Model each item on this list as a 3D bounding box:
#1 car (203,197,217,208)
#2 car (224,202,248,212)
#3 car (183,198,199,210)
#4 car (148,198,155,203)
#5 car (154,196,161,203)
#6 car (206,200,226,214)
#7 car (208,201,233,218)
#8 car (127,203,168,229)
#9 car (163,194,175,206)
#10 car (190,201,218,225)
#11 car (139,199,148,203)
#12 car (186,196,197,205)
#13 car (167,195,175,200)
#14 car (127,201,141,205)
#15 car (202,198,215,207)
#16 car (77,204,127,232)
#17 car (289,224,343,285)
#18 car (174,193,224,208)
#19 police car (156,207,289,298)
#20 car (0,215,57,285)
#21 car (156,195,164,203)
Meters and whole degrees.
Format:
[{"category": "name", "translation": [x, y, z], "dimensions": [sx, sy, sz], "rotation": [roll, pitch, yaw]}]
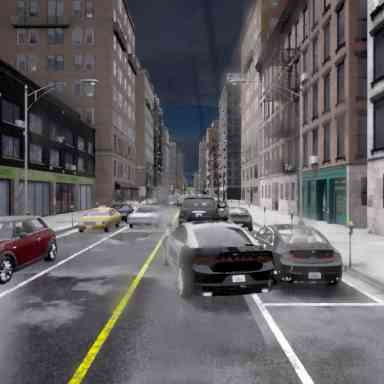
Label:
[{"category": "car", "translation": [2.527, 1.515, 47.341], "dimensions": [1.752, 1.417, 4.829], "rotation": [0, 0, 0]}, {"category": "car", "translation": [2.591, 1.549, 20.107], "dimensions": [2.008, 1.369, 4.403], "rotation": [0, 0, 0]}, {"category": "car", "translation": [-0.095, 1.539, 45.325], "dimensions": [2.033, 1.411, 5.357], "rotation": [0, 0, 0]}, {"category": "car", "translation": [-5.472, 1.578, 36.336], "dimensions": [1.802, 1.307, 4.206], "rotation": [0, 0, 0]}, {"category": "car", "translation": [-5.485, 1.544, 41.748], "dimensions": [2.008, 1.369, 4.403], "rotation": [0, 0, 0]}, {"category": "car", "translation": [2.553, 1.562, 36.345], "dimensions": [1.947, 1.339, 4.313], "rotation": [0, 0, 0]}, {"category": "car", "translation": [2.566, 1.563, 30.933], "dimensions": [1.947, 1.339, 4.313], "rotation": [0, 0, 0]}, {"category": "car", "translation": [-2.899, 1.599, 21.845], "dimensions": [1.895, 1.301, 4.718], "rotation": [0, 0, 0]}, {"category": "car", "translation": [-2.862, 1.481, 48.101], "dimensions": [2.128, 1.511, 4.902], "rotation": [0, 0, 0]}, {"category": "car", "translation": [0.768, 1.476, 24.806], "dimensions": [1.882, 1.535, 5.008], "rotation": [0, 0, 0]}, {"category": "car", "translation": [-5.459, 1.523, 30.753], "dimensions": [1.752, 1.417, 4.829], "rotation": [0, 0, 0]}, {"category": "car", "translation": [-0.140, 1.507, 59.349], "dimensions": [1.812, 1.442, 4.674], "rotation": [0, 0, 0]}, {"category": "car", "translation": [-5.600, 1.502, 89.904], "dimensions": [1.887, 1.381, 4.507], "rotation": [0, 0, 0]}, {"category": "car", "translation": [-5.447, 1.564, 25.510], "dimensions": [1.947, 1.339, 4.313], "rotation": [0, 0, 0]}, {"category": "car", "translation": [2.514, 1.568, 52.584], "dimensions": [1.802, 1.307, 4.206], "rotation": [0, 0, 0]}, {"category": "car", "translation": [-5.433, 1.524, 19.927], "dimensions": [1.752, 1.417, 4.829], "rotation": [0, 0, 0]}, {"category": "car", "translation": [2.617, 1.550, 9.282], "dimensions": [2.008, 1.369, 4.403], "rotation": [0, 0, 0]}, {"category": "car", "translation": [0.439, 1.221, 18.875], "dimensions": [2.150, 2.045, 5.566], "rotation": [0, 0, 2]}, {"category": "police car", "translation": [0.362, 1.424, 8.790], "dimensions": [1.930, 1.638, 5.238], "rotation": [0, 0, -12]}, {"category": "car", "translation": [-5.408, 1.440, 9.272], "dimensions": [1.967, 1.590, 4.097], "rotation": [0, 0, 0]}, {"category": "car", "translation": [-5.498, 1.541, 47.161], "dimensions": [2.008, 1.369, 4.403], "rotation": [0, 0, 0]}]
